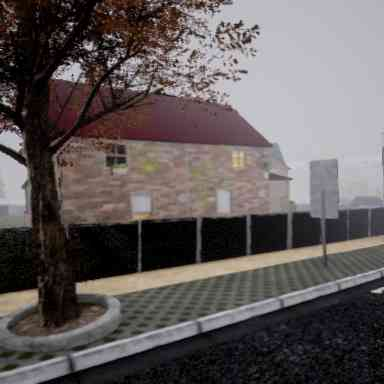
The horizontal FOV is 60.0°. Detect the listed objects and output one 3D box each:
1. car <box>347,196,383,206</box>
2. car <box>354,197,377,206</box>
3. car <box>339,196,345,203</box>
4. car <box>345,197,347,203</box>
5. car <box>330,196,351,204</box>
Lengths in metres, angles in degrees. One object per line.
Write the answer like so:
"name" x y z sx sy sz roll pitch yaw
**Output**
"car" 20.965 1.528 39.088 2.150 2.045 5.566 -2 0 1
"car" 30.992 1.697 59.599 1.994 1.385 4.181 -2 0 0
"car" 27.748 1.847 59.976 1.895 1.301 4.718 -2 0 0
"car" 24.314 1.751 47.340 2.128 1.511 4.902 -2 0 1
"car" 31.072 1.634 69.613 2.128 1.511 4.902 -2 0 0
